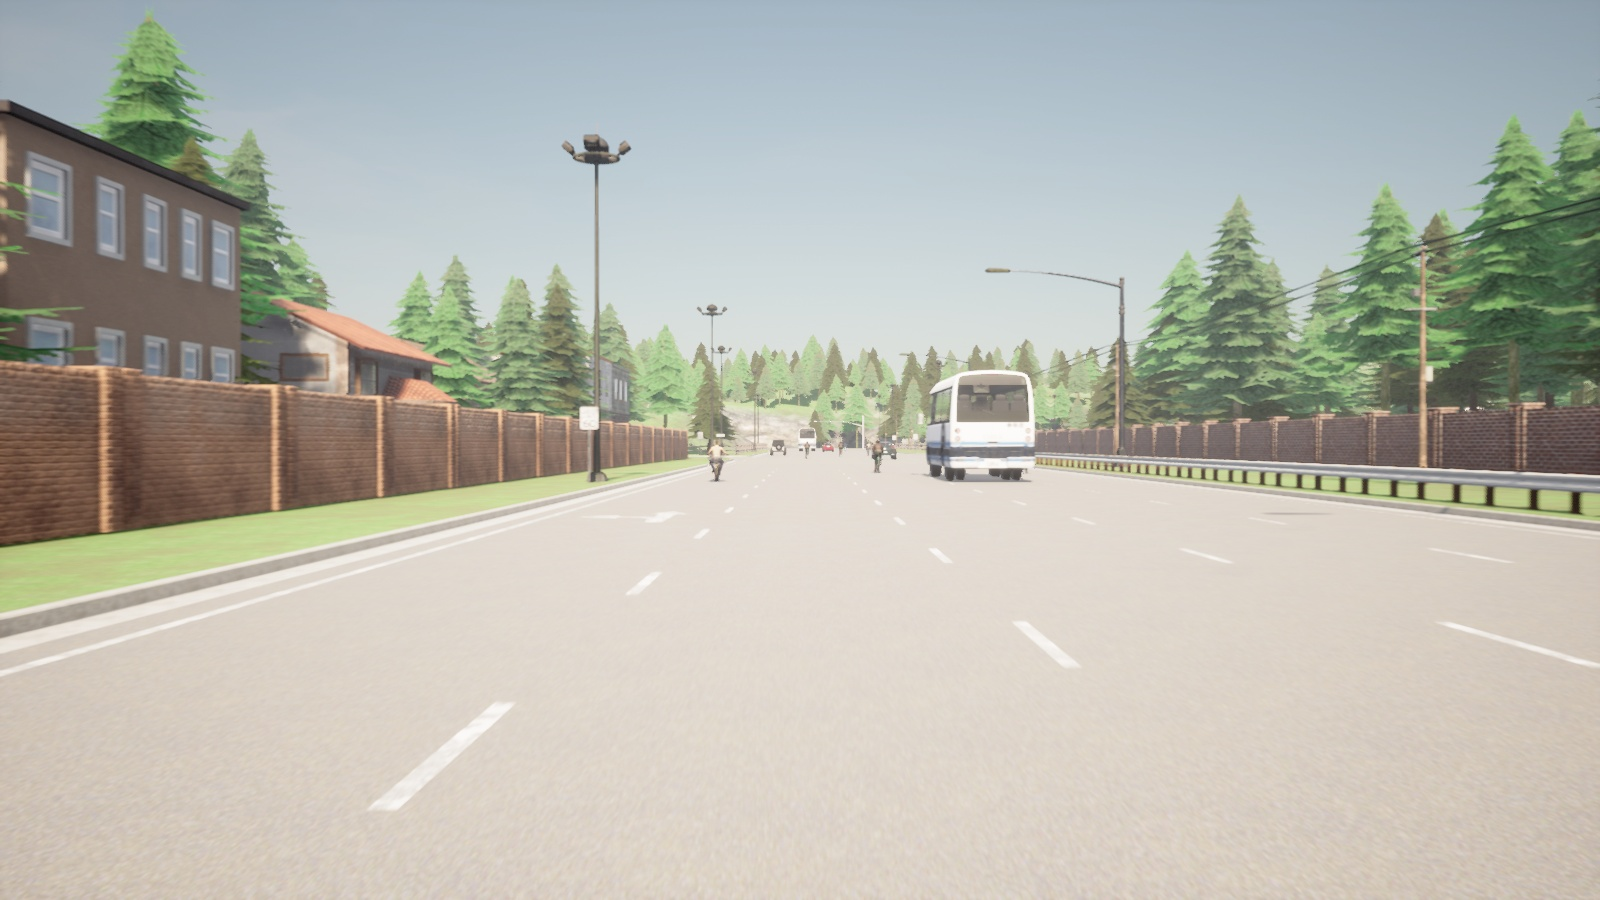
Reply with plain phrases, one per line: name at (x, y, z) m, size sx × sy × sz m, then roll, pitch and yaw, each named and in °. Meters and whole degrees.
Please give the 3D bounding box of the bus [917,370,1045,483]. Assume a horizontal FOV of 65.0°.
bus at (7.315, -0.917, 52.643) m, size 3.944 × 4.253 × 10.273 m, roll 0°, pitch 0°, yaw 0°
